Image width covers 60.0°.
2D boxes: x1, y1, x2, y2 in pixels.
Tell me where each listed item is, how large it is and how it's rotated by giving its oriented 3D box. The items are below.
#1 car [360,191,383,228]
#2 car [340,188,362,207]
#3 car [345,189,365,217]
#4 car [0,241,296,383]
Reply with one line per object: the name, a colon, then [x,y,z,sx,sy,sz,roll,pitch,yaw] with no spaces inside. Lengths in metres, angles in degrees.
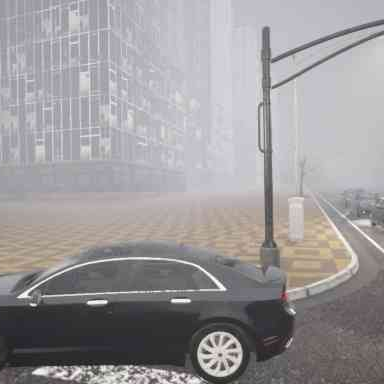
car: [9.030,0.928,14.400,2.128,1.511,4.902,-1,2,18]
car: [13.077,0.454,26.757,2.128,1.511,4.902,-1,2,18]
car: [11.081,0.759,20.694,1.994,1.385,4.181,-1,2,17]
car: [-1.062,1.505,4.767,4.892,1.490,1.837,0,0,0]
